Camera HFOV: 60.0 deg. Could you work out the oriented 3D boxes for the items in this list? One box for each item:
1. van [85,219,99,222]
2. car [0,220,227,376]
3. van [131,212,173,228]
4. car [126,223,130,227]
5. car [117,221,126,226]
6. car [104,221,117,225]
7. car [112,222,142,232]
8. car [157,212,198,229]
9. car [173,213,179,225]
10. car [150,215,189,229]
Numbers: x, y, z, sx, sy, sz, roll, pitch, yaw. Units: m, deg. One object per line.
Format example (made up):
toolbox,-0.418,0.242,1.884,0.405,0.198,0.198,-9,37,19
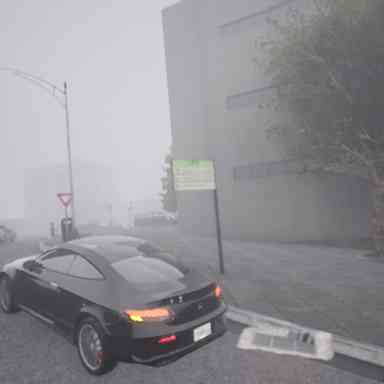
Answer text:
van,-15.854,5.053,48.965,4.442,1.987,1.878,-6,-7,21
car,-1.564,1.462,5.524,4.674,1.442,1.812,1,2,43
van,-5.144,3.576,42.085,4.442,1.987,1.878,-6,-7,21
car,-12.762,6.027,56.809,5.366,1.575,1.946,-6,-8,21
car,-13.650,5.617,54.048,4.553,1.767,2.185,-6,-7,21
car,-14.709,5.496,51.467,5.008,1.535,2.097,-6,-7,21
car,-11.527,6.292,59.308,4.792,1.488,2.163,-6,-8,21
car,-2.188,4.261,49.873,5.566,2.045,2.435,-6,-8,21
car,-4.178,4.050,44.669,4.792,1.488,2.163,-6,-7,21
car,-3.160,4.262,47.304,5.008,1.535,2.097,-6,-8,21
